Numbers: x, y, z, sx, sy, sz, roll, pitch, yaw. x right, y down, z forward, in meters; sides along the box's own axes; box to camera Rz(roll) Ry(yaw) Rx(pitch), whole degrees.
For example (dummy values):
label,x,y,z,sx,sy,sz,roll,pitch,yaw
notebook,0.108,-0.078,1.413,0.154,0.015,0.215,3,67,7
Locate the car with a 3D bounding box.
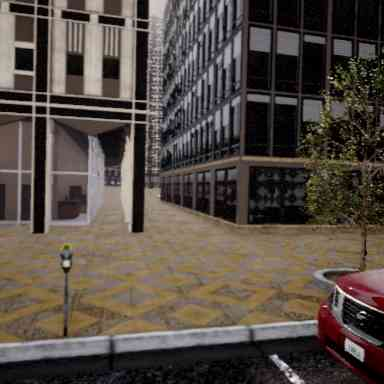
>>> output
label,x,y,z,sx,sy,sz,roll,pitch,yaw
car,4.117,1.351,3.987,5.009,1.841,2.192,1,1,-13
